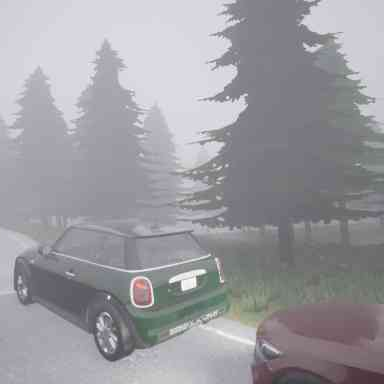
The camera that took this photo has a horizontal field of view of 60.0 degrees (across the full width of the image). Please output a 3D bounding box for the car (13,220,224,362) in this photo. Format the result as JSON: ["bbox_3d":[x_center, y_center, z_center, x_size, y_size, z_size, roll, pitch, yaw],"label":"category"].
[{"bbox_3d":[-1.576,1.309,6.208,4.553,1.767,2.097,1,1,44],"label":"car"}]

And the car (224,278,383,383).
[{"bbox_3d":[2.757,1.532,2.591,4.674,1.442,1.812,1,0,36],"label":"car"}]
